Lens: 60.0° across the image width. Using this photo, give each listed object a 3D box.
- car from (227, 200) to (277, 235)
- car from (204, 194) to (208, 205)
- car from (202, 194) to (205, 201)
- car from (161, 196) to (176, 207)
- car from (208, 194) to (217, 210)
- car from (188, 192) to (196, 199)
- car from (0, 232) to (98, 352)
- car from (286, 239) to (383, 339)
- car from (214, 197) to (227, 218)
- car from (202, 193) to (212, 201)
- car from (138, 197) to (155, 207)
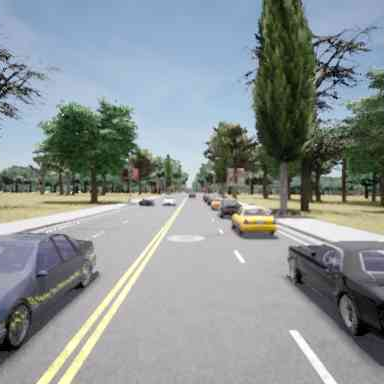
[{"bbox_3d":[3.257,1.424,18.327,1.801,1.575,5.366,0,0,0],"label":"car"},{"bbox_3d":[3.269,1.333,51.131,1.812,1.442,4.674,0,1,0],"label":"car"},{"bbox_3d":[3.273,1.199,62.161,2.163,1.488,4.792,0,1,0],"label":"car"},{"bbox_3d":[-3.301,1.353,48.924,1.812,1.442,4.674,0,0,0],"label":"car"},{"bbox_3d":[3.265,1.350,40.324,1.801,1.575,5.366,0,0,0],"label":"car"},{"bbox_3d":[0.031,0.841,82.254,1.882,1.535,5.008,0,0,0],"label":"car"},{"bbox_3d":[-3.350,1.536,6.397,2.033,1.411,5.357,0,0,0],"label":"car"},{"bbox_3d":[3.355,1.589,6.571,1.895,1.301,4.718,0,0,0],"label":"car"},{"bbox_3d":[3.261,1.449,29.136,1.837,1.490,4.892,0,0,0],"label":"car"},{"bbox_3d":[3.277,1.063,73.132,1.882,1.535,5.008,0,1,0],"label":"car"},{"bbox_3d":[-6.556,1.433,48.354,1.895,1.301,4.718,0,1,0],"label":"car"}]
